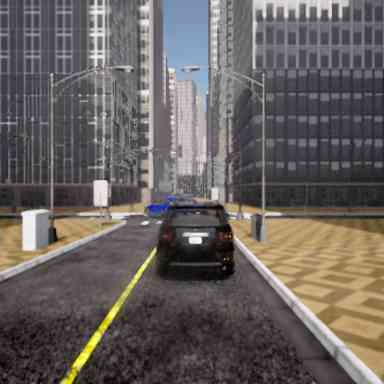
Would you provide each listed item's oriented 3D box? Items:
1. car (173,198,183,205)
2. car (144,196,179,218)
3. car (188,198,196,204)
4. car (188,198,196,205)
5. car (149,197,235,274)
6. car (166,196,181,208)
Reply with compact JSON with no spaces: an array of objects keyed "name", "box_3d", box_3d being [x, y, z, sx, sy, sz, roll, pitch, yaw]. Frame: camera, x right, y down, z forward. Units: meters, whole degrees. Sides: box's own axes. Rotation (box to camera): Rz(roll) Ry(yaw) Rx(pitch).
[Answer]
[{"name":"car","box_3d":[-3.003,2.143,72.443,2.033,1.411,5.357,0,-1,0]},{"name":"car","box_3d":[-2.485,1.487,30.864,2.150,2.045,5.566,1,0,-30]},{"name":"car","box_3d":[-0.003,2.247,86.785,2.128,1.511,4.902,0,-1,0]},{"name":"car","box_3d":[-0.003,2.167,76.768,1.812,1.442,4.674,0,-1,0]},{"name":"car","box_3d":[0.101,1.306,10.951,2.150,2.045,5.566,0,0,0]},{"name":"car","box_3d":[-3.071,1.685,56.592,2.150,2.045,5.566,0,-1,0]}]
